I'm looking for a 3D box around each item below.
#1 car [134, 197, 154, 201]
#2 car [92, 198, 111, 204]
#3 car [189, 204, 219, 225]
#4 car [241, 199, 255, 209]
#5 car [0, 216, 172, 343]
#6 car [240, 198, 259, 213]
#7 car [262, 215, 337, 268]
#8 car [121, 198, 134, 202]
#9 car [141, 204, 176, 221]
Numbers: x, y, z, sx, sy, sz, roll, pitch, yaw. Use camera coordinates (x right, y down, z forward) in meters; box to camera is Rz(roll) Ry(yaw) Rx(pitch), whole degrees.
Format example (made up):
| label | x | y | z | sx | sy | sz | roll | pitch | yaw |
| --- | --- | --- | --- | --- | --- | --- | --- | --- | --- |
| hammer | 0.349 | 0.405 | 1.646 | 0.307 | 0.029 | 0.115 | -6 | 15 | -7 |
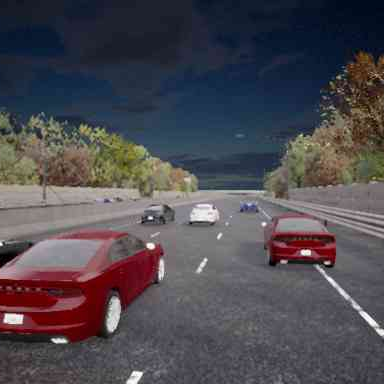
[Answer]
| label | x | y | z | sx | sy | sz | roll | pitch | yaw |
| --- | --- | --- | --- | --- | --- | --- | --- | --- | --- |
| car | -8.025 | 1.635 | 58.476 | 2.097 | 1.767 | 4.553 | 0 | 0 | 9 |
| car | -15.385 | 1.810 | 56.808 | 1.812 | 1.442 | 4.674 | 0 | 0 | 9 |
| car | 0.955 | 1.633 | 24.832 | 1.812 | 1.442 | 4.674 | 0 | 0 | 9 |
| car | 8.422 | 1.763 | 50.018 | 2.033 | 1.411 | 5.357 | 0 | 0 | 9 |
| car | -1.931 | 1.507 | 6.782 | 1.882 | 1.535 | 5.008 | 0 | 0 | 9 |
| car | 6.931 | 1.521 | 40.207 | 2.097 | 1.767 | 4.553 | 0 | 0 | 9 |
| car | 3.517 | 1.522 | 11.566 | 1.882 | 1.535 | 5.008 | 0 | 0 | 9 |
| car | -11.306 | 1.790 | 60.070 | 2.128 | 1.511 | 4.902 | 0 | -1 | 9 |
| car | -2.505 | 1.640 | 25.339 | 1.812 | 1.442 | 4.674 | 0 | 0 | 9 |
